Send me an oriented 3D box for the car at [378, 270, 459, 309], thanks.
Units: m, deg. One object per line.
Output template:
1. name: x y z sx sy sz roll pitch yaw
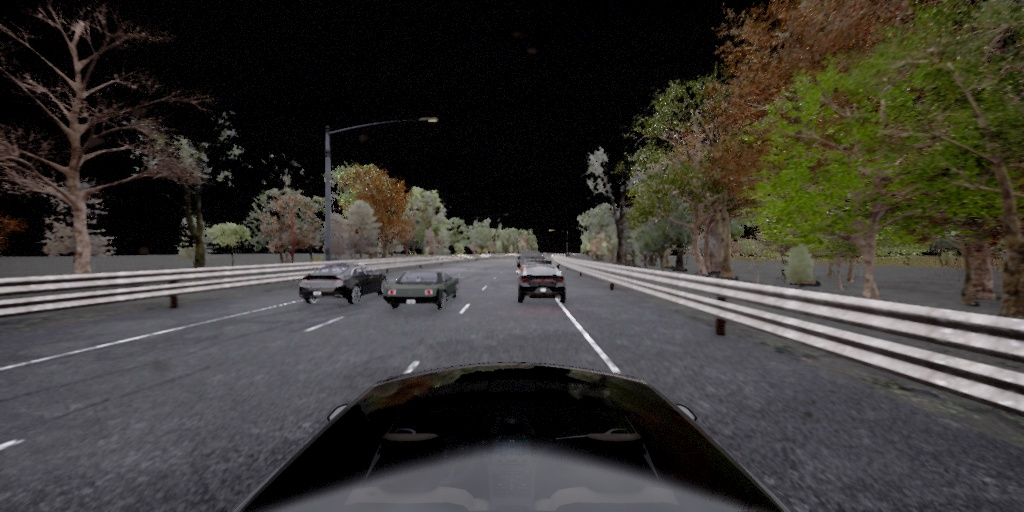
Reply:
1. car: -3.279 1.191 13.995 1.895 1.301 4.718 0 1 1

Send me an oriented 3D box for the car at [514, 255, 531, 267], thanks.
1. car: 1.569 0.645 50.467 2.128 1.511 4.902 0 1 4

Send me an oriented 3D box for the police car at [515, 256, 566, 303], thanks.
1. police car: 1.188 0.998 15.723 1.930 1.638 5.238 0 1 1

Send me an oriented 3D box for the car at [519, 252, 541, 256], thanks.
1. car: 1.436 0.803 25.453 2.097 1.767 4.553 0 1 2

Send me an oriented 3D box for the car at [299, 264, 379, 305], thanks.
1. car: -6.757 1.066 14.937 2.128 1.511 4.902 0 1 1
